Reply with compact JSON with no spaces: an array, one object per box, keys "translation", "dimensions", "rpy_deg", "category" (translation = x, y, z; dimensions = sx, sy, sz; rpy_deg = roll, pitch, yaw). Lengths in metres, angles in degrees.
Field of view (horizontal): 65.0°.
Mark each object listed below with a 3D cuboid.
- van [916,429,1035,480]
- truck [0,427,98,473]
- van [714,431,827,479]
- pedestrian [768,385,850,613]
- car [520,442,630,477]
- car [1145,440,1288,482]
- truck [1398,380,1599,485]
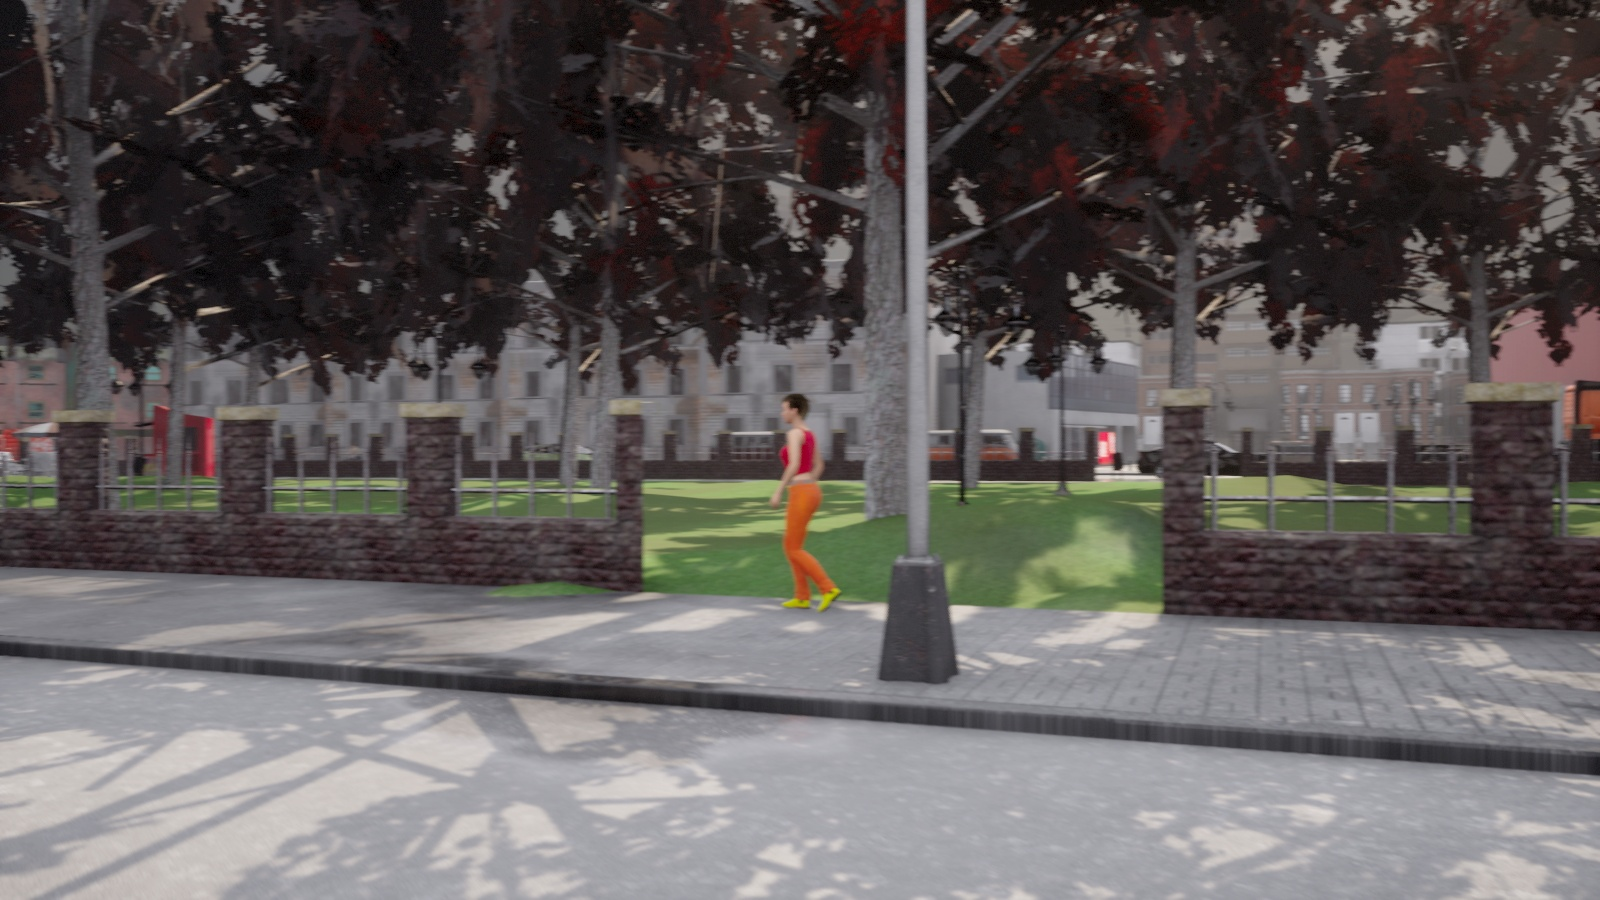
[{"translation":[7.056,0.179,50.408],"dimensions":[4.442,1.987,1.775],"rpy_deg":[0,0,21],"category":"van"},{"translation":[-42.616,0.002,70.375],"dimensions":[5.204,2.467,2.627],"rpy_deg":[-1,1,-17],"category":"truck"},{"translation":[-1.260,0.192,53.547],"dimensions":[4.442,1.987,1.775],"rpy_deg":[0,0,21],"category":"van"},{"translation":[0.077,0.395,10.356],"dimensions":[0.594,1.836,0.345],"rpy_deg":[0,0,21],"category":"pedestrian"},{"translation":[-10.213,0.399,56.922],"dimensions":[4.514,1.525,2.007],"rpy_deg":[0,0,21],"category":"car"},{"translation":[15.644,0.391,47.161],"dimensions":[5.008,1.535,1.882],"rpy_deg":[0,0,21],"category":"car"},{"translation":[25.245,-0.583,43.520],"dimensions":[7.936,3.462,2.891],"rpy_deg":[0,0,21],"category":"truck"}]
